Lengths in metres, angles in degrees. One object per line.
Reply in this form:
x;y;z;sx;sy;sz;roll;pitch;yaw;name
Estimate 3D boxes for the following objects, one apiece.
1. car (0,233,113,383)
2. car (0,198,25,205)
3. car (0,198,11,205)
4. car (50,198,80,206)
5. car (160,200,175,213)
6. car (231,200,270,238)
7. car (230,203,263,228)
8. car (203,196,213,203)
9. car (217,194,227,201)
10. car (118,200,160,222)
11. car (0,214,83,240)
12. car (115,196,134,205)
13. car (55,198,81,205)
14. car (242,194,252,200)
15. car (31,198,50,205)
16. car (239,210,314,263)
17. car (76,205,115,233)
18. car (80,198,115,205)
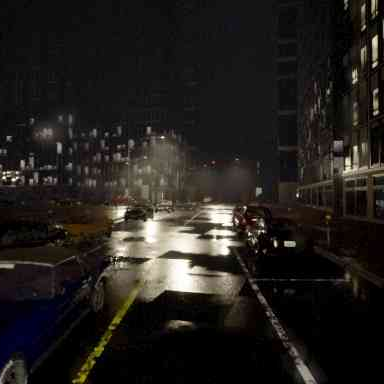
-2.636;1.603;4.840;1.895;1.301;4.718;0;0;1;car
-31.417;1.764;58.284;4.403;1.369;2.008;0;-1;15;car
-40.134;1.985;68.848;4.403;1.369;2.008;0;-1;15;car
-20.632;1.692;55.322;4.403;1.369;2.008;0;-1;15;car
-2.988;1.593;37.140;2.008;1.369;4.403;1;0;7;car
3.273;1.448;17.570;1.967;1.590;4.097;1;0;4;car
3.662;1.555;23.200;1.887;1.381;4.507;1;0;5;car
3.591;1.671;73.794;1.752;1.417;4.829;1;0;14;car
8.153;1.525;89.883;2.192;1.841;5.009;1;0;16;car
-4.118;1.576;26.383;2.008;1.369;4.403;1;0;5;car
-5.118;1.574;9.960;1.947;1.339;4.313;1;0;2;car
-13.160;1.571;61.446;5.009;1.841;2.192;0;-1;15;car
-23.950;1.879;64.404;4.403;1.369;2.008;0;-1;15;car
12.592;1.436;76.034;2.192;1.841;5.009;1;0;15;car
-29.508;1.890;65.931;4.829;1.417;1.752;0;-1;15;car
2.980;1.570;11.890;1.947;1.339;4.313;1;0;2;car
-4.886;1.539;15.284;1.752;1.417;4.829;1;0;3;car
-15.240;1.672;53.842;4.313;1.339;1.947;0;-1;15;car
